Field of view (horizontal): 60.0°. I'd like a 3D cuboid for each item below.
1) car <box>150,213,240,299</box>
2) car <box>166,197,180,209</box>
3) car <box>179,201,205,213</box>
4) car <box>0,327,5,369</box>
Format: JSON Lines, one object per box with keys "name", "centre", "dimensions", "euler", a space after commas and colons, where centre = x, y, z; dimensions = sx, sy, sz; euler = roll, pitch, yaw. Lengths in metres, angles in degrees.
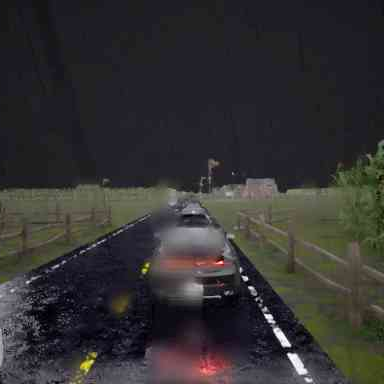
{"name": "car", "centre": [0.076, 1.506, 8.447], "dimensions": [1.837, 1.490, 4.892], "euler": [0, 0, 1]}
{"name": "car", "centre": [-2.680, 1.534, 47.067], "dimensions": [2.128, 1.511, 4.902], "euler": [0, 0, 0]}
{"name": "car", "centre": [0.126, 1.579, 28.701], "dimensions": [1.994, 1.385, 4.181], "euler": [0, 0, 0]}
{"name": "car", "centre": [-2.847, 1.600, 1.158], "dimensions": [1.895, 1.301, 4.718], "euler": [0, 0, 0]}
